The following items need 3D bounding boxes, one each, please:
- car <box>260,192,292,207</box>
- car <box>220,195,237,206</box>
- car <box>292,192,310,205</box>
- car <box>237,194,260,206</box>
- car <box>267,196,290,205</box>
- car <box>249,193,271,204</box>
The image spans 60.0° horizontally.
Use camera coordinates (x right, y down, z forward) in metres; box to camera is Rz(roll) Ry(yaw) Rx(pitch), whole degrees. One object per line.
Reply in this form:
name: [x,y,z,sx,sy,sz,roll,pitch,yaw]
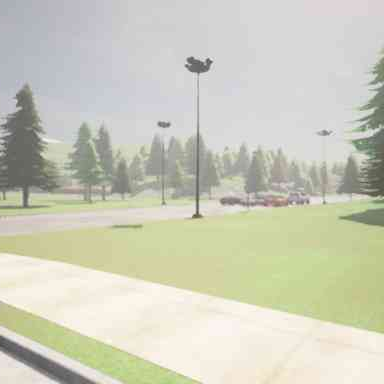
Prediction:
car: [12.043,1.189,47.518,2.097,1.767,4.553,1,0,37]
car: [6.128,1.271,51.301,2.128,1.511,4.902,1,0,37]
car: [17.893,1.056,55.567,2.150,2.045,5.566,1,0,36]
car: [8.979,1.409,49.269,1.895,1.301,4.718,1,0,37]
car: [15.053,1.353,57.617,2.033,1.411,5.357,1,0,36]
car: [12.217,1.128,59.665,2.097,1.767,4.553,1,0,36]
